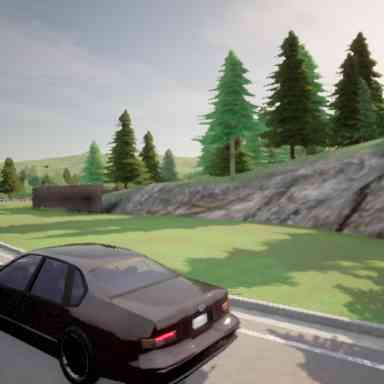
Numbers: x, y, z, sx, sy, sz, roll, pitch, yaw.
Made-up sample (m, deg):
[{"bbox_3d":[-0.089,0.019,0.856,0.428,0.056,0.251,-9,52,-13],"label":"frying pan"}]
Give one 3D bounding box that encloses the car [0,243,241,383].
[{"bbox_3d":[-1.921,1.579,5.388,5.357,1.411,2.033,-1,0,36],"label":"car"}]
